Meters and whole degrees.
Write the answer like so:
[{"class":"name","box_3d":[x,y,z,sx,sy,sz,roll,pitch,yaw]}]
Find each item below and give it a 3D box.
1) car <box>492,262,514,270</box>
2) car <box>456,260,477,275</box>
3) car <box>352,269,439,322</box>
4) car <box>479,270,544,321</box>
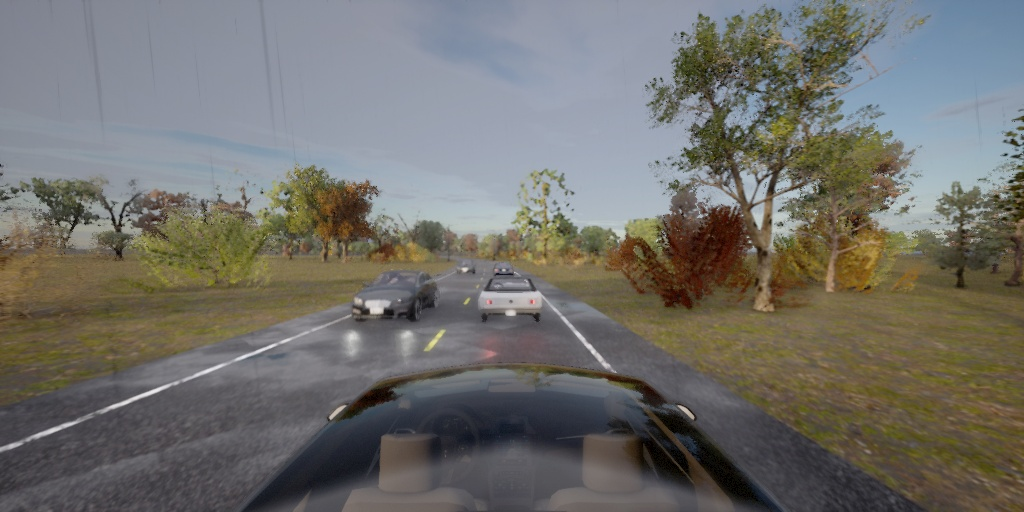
[{"class":"car","box_3d":[-0.813,1.240,32.611,2.033,1.411,5.357,0,0,-3]},{"class":"car","box_3d":[-4.696,1.172,37.287,2.128,1.511,4.902,0,0,-3]},{"class":"car","box_3d":[-3.757,1.233,12.273,2.128,1.511,4.902,0,0,-1]},{"class":"car","box_3d":[-0.068,1.339,12.444,1.895,1.301,4.718,0,0,-1]}]
